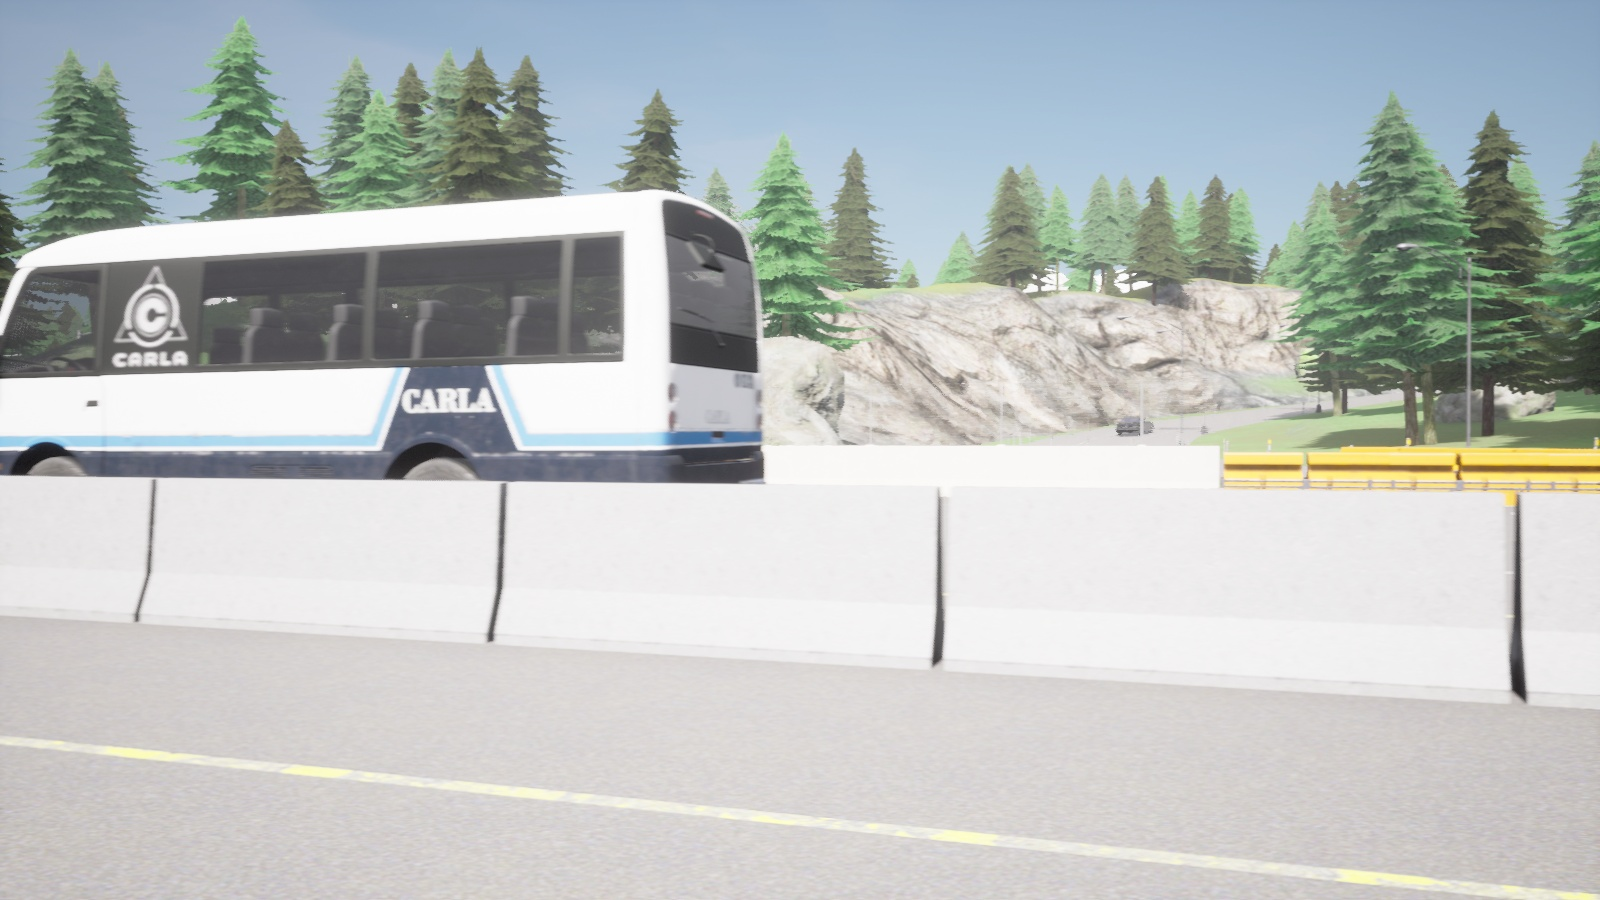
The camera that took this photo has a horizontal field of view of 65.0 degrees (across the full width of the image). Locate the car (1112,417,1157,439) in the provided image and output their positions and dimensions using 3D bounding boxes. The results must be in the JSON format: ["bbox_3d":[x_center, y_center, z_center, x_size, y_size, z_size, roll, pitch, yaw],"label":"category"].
[{"bbox_3d":[25.057,-1.664,93.965,2.033,1.411,5.357,1,4,29],"label":"car"}]

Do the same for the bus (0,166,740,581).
[{"bbox_3d":[-6.290,-0.836,16.366,10.273,4.253,3.944,0,1,19],"label":"bus"}]
